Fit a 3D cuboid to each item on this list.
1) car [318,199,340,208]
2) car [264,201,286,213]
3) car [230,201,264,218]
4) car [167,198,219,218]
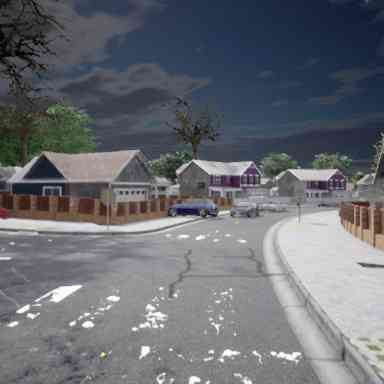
[{"bbox_3d":[22.465,1.863,54.576,4.181,1.385,1.994,1,0,-42],"label":"car"},{"bbox_3d":[9.558,1.739,39.550,1.895,1.301,4.718,0,0,33],"label":"car"},{"bbox_3d":[5.137,1.607,31.745,1.812,1.442,4.674,0,0,27],"label":"car"},{"bbox_3d":[0.022,1.370,29.553,4.553,1.767,2.097,-1,-1,30],"label":"car"}]
